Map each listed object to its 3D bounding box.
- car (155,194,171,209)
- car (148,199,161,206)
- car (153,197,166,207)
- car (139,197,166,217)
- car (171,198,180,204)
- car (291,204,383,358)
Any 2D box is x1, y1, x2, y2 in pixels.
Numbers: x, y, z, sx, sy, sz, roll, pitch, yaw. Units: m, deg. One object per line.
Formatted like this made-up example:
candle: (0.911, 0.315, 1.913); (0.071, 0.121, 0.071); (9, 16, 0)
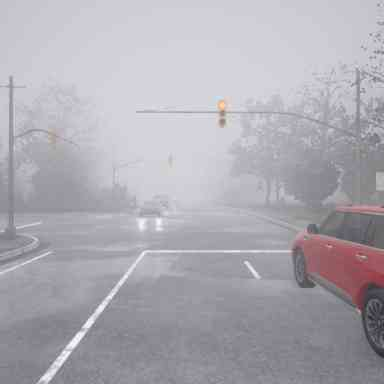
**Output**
car: (-4.298, 1.334, 46.345); (2.150, 2.045, 5.566); (0, -1, -4)
car: (-8.106, 2.177, 71.661); (1.994, 1.385, 4.181); (0, -1, -16)
car: (-5.941, 1.726, 60.756); (2.097, 1.767, 4.553); (0, -1, -9)
car: (-3.733, 1.507, 30.973); (1.837, 1.490, 4.892); (0, 0, -1)
car: (-4.636, 2.316, 83.215); (1.882, 1.535, 5.008); (0, -1, -22)
car: (3.591, 1.221, 6.091); (2.150, 2.045, 5.566); (0, 0, 0)
